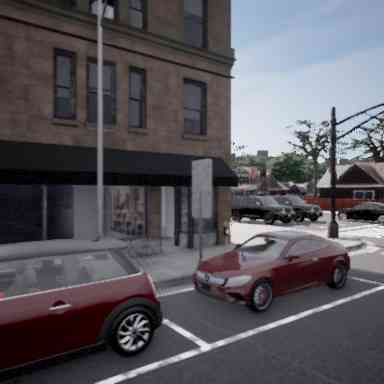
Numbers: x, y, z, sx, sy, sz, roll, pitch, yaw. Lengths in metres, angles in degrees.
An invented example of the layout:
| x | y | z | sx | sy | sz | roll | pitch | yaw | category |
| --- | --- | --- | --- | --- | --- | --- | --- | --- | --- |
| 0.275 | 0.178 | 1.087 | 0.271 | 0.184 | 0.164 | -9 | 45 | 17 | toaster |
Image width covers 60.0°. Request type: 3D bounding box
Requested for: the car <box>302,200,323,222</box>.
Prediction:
| x | y | z | sx | sy | sz | roll | pitch | yaw | category |
| --- | --- | --- | --- | --- | --- | --- | --- | --- | --- |
| 7.903 | 1.319 | 27.350 | 2.150 | 2.045 | 5.566 | 0 | 0 | -35 | car |

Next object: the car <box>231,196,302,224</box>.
| x | y | z | sx | sy | sz | roll | pitch | yaw | category |
| --- | --- | --- | --- | --- | --- | --- | --- | --- | --- |
| 5.223 | 1.321 | 25.510 | 2.150 | 2.045 | 5.566 | 0 | 0 | -35 | car |

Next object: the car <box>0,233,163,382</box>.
| x | y | z | sx | sy | sz | roll | pitch | yaw | category |
| --- | --- | --- | --- | --- | --- | --- | --- | --- | --- |
| -2.512 | 1.440 | 4.396 | 4.097 | 1.590 | 1.967 | 0 | 0 | -36 | car |

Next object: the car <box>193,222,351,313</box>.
| x | y | z | sx | sy | sz | roll | pitch | yaw | category |
| --- | --- | --- | --- | --- | --- | --- | --- | --- | --- |
| 1.981 | 1.581 | 7.601 | 4.206 | 1.307 | 1.802 | 0 | 0 | -36 | car |

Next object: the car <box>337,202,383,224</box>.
| x | y | z | sx | sy | sz | roll | pitch | yaw | category |
| --- | --- | --- | --- | --- | --- | --- | --- | --- | --- |
| 13.554 | 1.543 | 25.365 | 1.882 | 1.535 | 5.008 | 1 | -1 | -33 | car |
